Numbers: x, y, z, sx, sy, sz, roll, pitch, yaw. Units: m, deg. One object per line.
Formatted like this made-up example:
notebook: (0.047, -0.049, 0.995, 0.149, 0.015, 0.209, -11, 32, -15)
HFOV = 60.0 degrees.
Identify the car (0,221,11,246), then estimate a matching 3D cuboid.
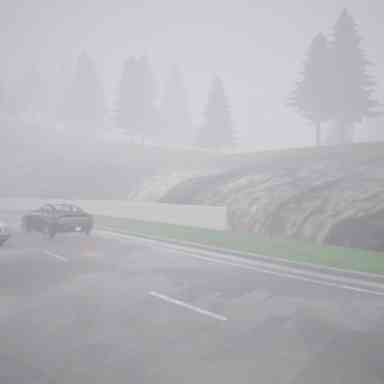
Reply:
car: (-8.863, 1.399, 13.171, 1.895, 1.301, 4.718, 0, 1, -44)

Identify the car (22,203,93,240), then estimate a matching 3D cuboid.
car: (-6.483, 1.294, 15.769, 2.128, 1.511, 4.902, 0, 1, -44)
